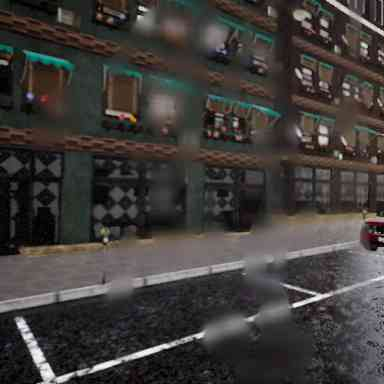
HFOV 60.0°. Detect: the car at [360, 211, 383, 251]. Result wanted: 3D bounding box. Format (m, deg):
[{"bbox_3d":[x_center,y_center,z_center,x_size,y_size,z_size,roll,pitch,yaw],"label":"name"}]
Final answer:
[{"bbox_3d":[8.430,1.275,12.548,5.009,1.841,2.192,0,1,-35],"label":"car"}]
